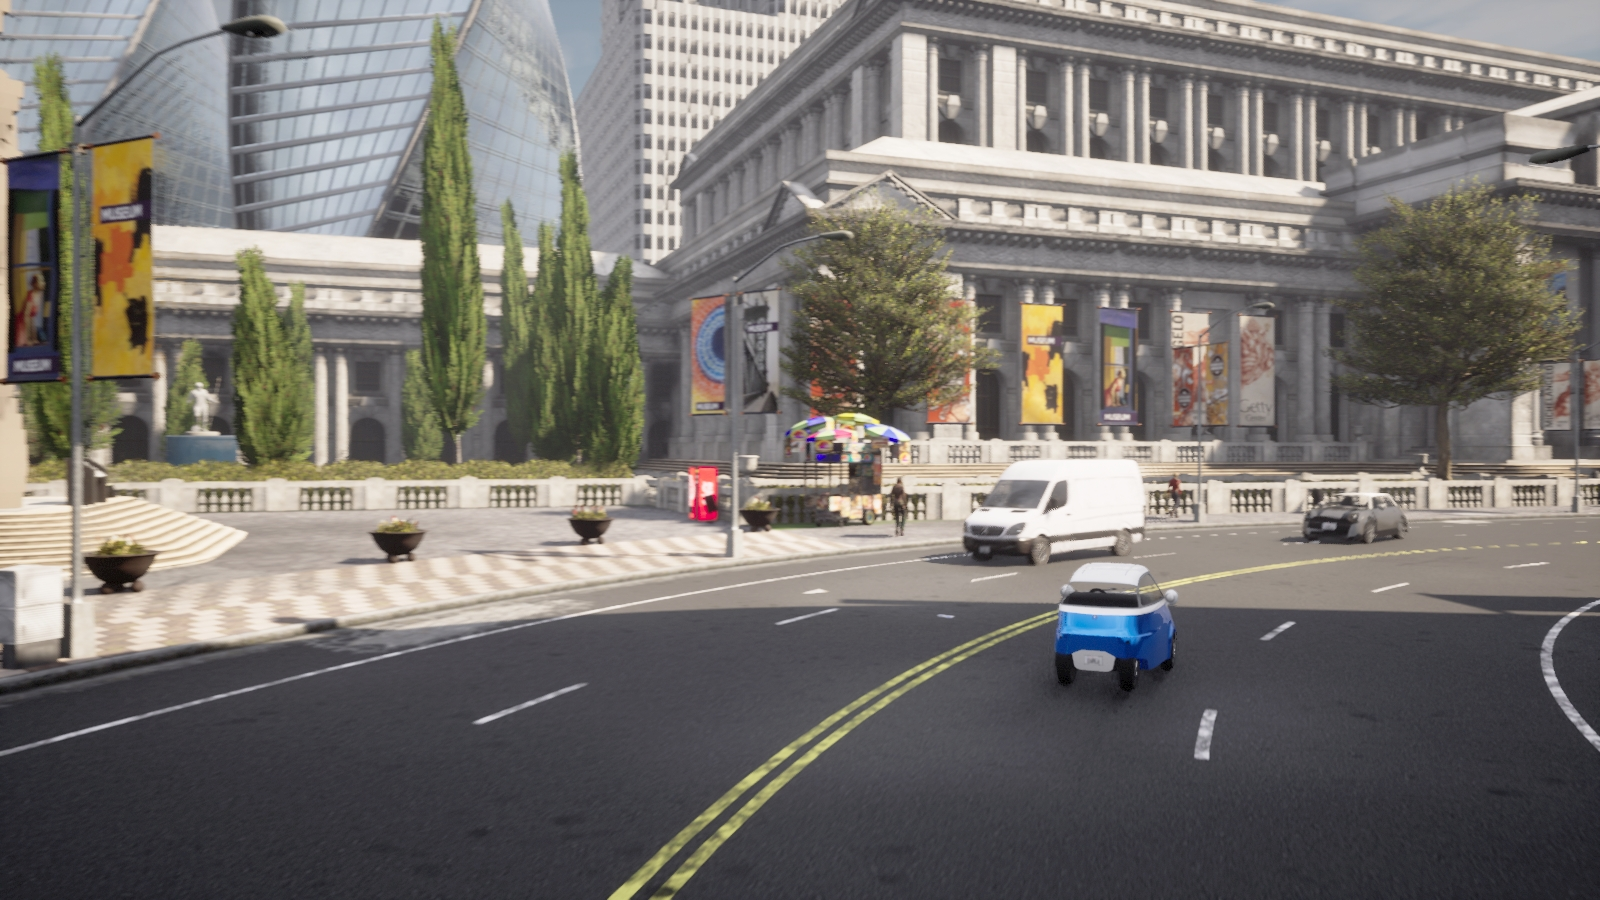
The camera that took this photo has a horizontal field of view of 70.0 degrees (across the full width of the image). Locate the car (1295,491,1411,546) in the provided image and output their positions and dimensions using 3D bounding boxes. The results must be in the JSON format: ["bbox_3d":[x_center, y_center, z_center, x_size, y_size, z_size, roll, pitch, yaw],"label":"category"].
[{"bbox_3d":[17.241,2.081,35.559,3.806,1.475,1.970,0,0,-43],"label":"car"}]

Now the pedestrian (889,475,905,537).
[{"bbox_3d":[2.944,1.699,34.622,0.375,1.860,0.375,0,0,26],"label":"pedestrian"}]

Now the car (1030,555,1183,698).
[{"bbox_3d":[3.886,2.124,14.303,1.481,1.376,2.207,0,0,25],"label":"car"}]

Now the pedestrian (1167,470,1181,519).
[{"bbox_3d":[14.387,1.710,43.929,0.375,1.860,0.375,0,0,-38],"label":"pedestrian"}]

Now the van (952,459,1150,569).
[{"bbox_3d":[6.636,1.541,29.696,5.915,2.561,1.988,0,-1,-43],"label":"van"}]
